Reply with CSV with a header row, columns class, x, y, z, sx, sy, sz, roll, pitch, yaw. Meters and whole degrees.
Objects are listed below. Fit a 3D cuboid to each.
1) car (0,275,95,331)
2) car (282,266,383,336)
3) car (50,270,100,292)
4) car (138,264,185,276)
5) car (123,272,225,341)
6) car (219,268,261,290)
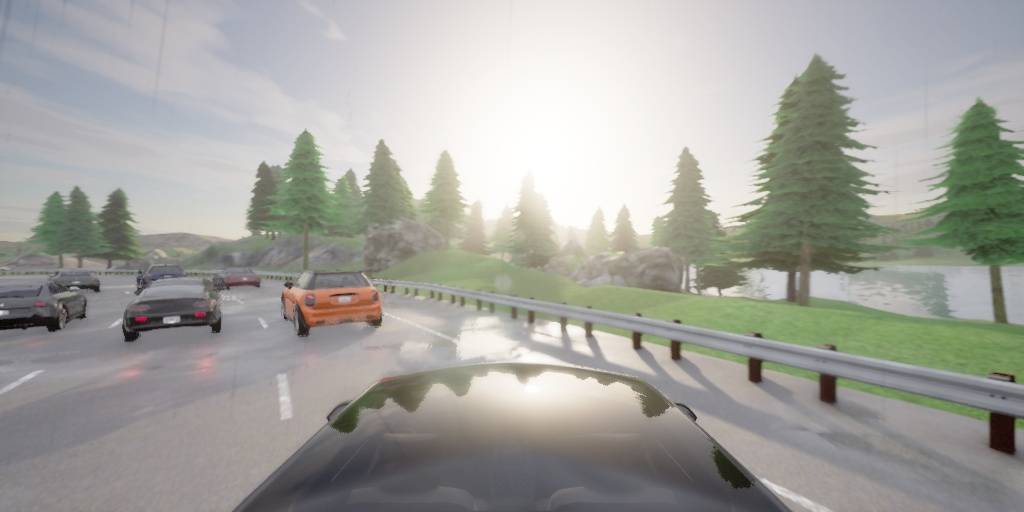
class,x,y,z,sx,sy,sz,roll,pitch,yaw
car,-14.396,1.436,10.614,1.994,1.385,4.181,0,0,-42
car,-5.633,1.157,10.978,2.097,1.767,4.553,0,0,-38
car,-27.365,1.551,22.384,4.181,1.385,1.994,0,0,36
car,-22.360,1.301,22.961,4.553,1.767,2.097,-1,0,40
car,-9.507,1.360,10.304,1.812,1.442,4.674,0,0,-39
car,-18.951,1.489,24.674,4.181,1.385,1.994,-1,0,40
